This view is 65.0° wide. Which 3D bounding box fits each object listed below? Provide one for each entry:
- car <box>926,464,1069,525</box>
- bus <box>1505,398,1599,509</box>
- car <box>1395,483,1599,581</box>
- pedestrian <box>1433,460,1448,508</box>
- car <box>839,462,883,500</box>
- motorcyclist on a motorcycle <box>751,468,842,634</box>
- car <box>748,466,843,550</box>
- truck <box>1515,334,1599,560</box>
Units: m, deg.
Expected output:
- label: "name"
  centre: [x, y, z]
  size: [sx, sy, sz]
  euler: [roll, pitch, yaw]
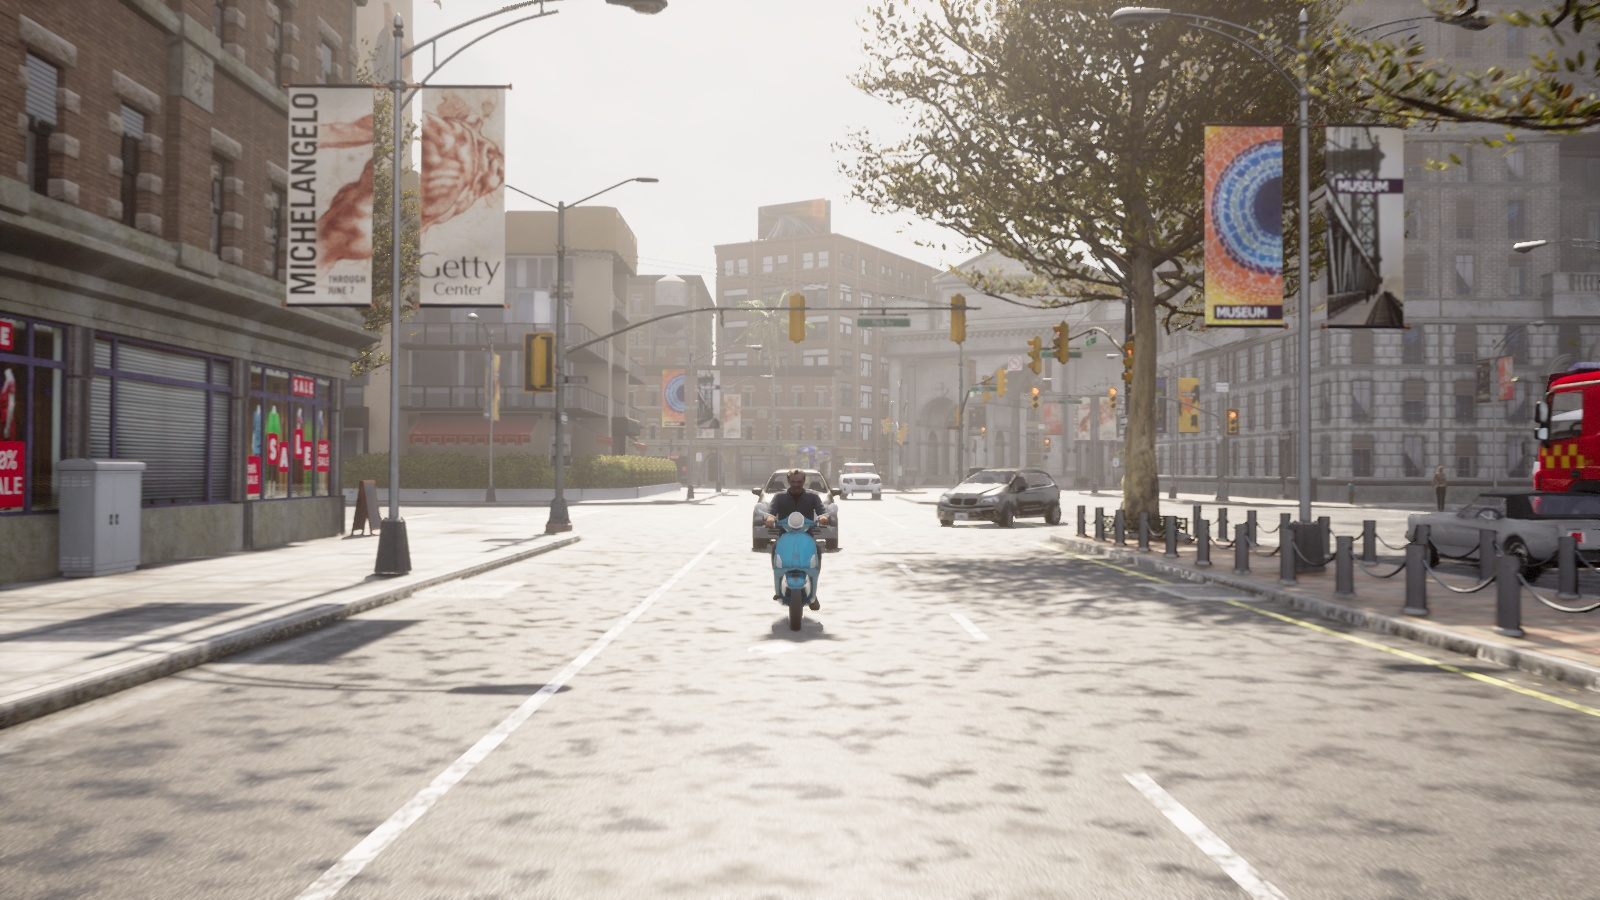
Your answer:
- label: "car"
  centre: [5.857, 1.252, 36.859]
  size: [2.242, 1.667, 4.611]
  euler: [-1, -1, 37]
- label: "bus"
  centre: [34.361, 0.139, 50.082]
  size: [10.273, 4.253, 3.944]
  euler: [0, -1, -1]
- label: "car"
  centre: [11.380, 1.199, 19.694]
  size: [1.895, 1.301, 4.718]
  euler: [0, -1, 1]
- label: "pedestrian"
  centre: [24.435, 1.294, 47.910]
  size: [0.331, 1.846, 0.634]
  euler: [0, -1, 14]
- label: "car"
  centre: [3.327, 1.692, 69.965]
  size: [2.150, 2.045, 5.566]
  euler: [0, -1, 0]
- label: "motorcyclist on a motorcycle"
  centre: [-0.032, 0.985, 12.959]
  size: [0.866, 1.590, 1.817]
  euler: [0, -1, 0]
- label: "car"
  centre: [-0.054, 1.154, 26.355]
  size: [1.851, 1.617, 3.988]
  euler: [0, -1, 1]
- label: "truck"
  centre: [14.947, -0.085, 19.435]
  size: [2.891, 3.827, 8.468]
  euler: [0, -1, 0]
